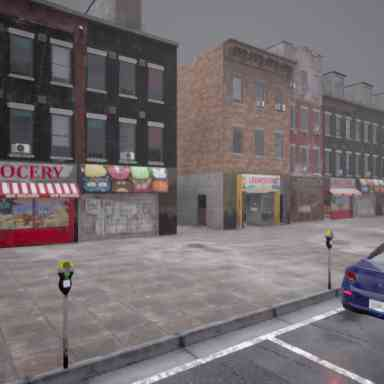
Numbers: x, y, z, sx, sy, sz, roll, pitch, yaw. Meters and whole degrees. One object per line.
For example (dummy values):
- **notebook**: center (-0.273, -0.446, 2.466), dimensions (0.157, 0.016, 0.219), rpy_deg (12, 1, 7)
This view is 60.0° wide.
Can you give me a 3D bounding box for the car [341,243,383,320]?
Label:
- **car**: center (4.649, 1.526, 6.266), dimensions (4.674, 1.442, 1.812), rpy_deg (0, 0, -36)
